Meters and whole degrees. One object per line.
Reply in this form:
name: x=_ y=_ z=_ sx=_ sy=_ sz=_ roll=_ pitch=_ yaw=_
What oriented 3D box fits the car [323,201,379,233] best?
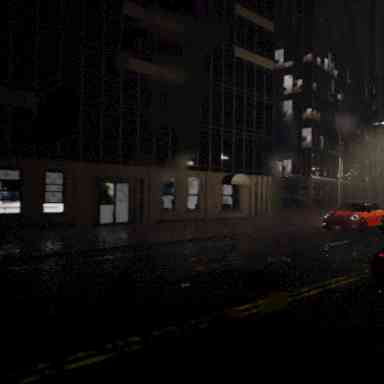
car: x=9.694 y=1.380 z=19.776 sx=4.553 sy=1.767 sz=2.097 roll=0 pitch=0 yaw=-41

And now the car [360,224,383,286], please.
car: x=6.278 y=1.581 z=8.307 sx=4.181 sy=1.385 sz=1.994 roll=0 pitch=0 yaw=-38

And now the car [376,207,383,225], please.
car: x=11.427 y=1.555 z=16.969 sx=4.674 sy=1.442 sz=1.812 roll=0 pitch=0 yaw=-41
